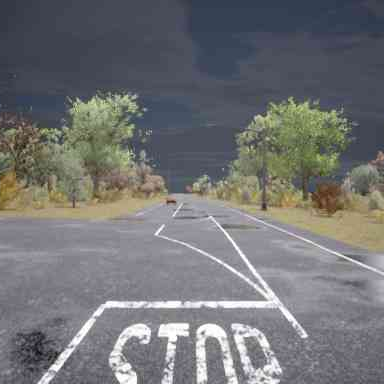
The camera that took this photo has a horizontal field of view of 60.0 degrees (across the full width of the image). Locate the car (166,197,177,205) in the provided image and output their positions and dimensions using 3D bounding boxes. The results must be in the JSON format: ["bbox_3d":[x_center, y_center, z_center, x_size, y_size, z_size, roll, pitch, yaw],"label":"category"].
[{"bbox_3d":[-3.741,1.632,60.819,1.895,1.301,4.718,0,0,-1],"label":"car"}]
